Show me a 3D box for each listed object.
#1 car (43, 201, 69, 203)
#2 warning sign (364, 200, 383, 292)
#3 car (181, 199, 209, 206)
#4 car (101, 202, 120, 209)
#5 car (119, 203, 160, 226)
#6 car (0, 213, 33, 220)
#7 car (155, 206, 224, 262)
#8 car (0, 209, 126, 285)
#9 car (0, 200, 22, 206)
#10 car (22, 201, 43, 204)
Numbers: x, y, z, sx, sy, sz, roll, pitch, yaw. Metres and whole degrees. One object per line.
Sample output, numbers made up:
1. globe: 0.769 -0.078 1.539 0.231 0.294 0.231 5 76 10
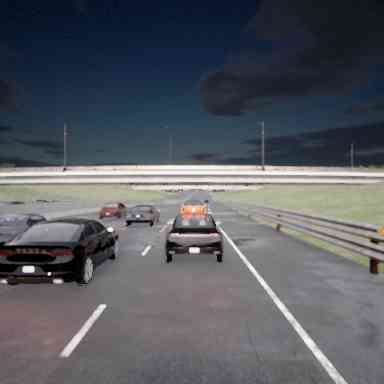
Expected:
1. car: -17.087 1.860 43.363 1.895 1.301 4.718 0 -1 3
2. warning sign: 4.549 1.105 7.028 1.300 1.860 1.060 0 0 0
3. car: 0.167 1.440 28.218 2.097 1.767 4.553 0 -1 1
4. car: -6.814 1.623 29.411 1.812 1.442 4.674 0 -1 1
5. car: -3.409 1.598 23.677 2.033 1.411 5.357 0 0 1
6. car: -6.915 1.565 13.712 1.994 1.385 4.181 0 0 0
7. car: 0.080 1.489 12.092 2.128 1.511 4.902 0 0 0
8. car: -3.433 1.471 9.493 1.882 1.535 5.008 0 0 0
9. car: -24.068 1.809 43.890 2.033 1.411 5.357 0 -1 3
10. car: -20.518 1.842 44.855 1.994 1.385 4.181 0 -1 3
